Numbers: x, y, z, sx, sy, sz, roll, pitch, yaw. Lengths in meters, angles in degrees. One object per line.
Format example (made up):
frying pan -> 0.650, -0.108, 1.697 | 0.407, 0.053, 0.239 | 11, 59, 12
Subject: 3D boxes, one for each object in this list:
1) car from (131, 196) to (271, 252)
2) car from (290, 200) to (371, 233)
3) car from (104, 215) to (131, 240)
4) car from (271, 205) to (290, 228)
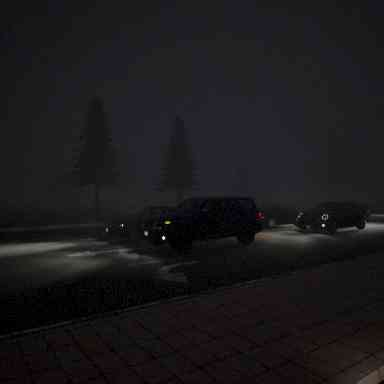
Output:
car -> 0.538, 1.220, 14.195 | 5.566, 2.045, 2.150 | 0, 0, -34
car -> 8.252, 1.349, 19.685 | 4.553, 1.767, 2.097 | 0, 0, -35
car -> -1.911, 1.490, 16.740 | 4.902, 1.511, 2.128 | 0, 0, -35
car -> 5.350, 1.562, 21.921 | 4.181, 1.385, 1.994 | 0, 0, -36
